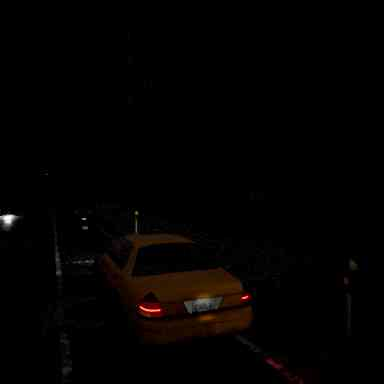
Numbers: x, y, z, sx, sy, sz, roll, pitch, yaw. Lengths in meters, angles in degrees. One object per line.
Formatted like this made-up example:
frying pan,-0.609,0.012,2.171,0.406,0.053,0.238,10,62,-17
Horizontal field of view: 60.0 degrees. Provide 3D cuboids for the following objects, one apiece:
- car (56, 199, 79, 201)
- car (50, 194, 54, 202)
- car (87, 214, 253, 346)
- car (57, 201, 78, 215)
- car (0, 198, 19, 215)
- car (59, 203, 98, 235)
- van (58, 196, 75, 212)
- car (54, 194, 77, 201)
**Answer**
car,-10.484,1.565,28.802,1.947,1.339,4.313,0,0,-23
car,-32.109,1.463,79.305,1.967,1.590,4.097,0,0,-24
car,-0.847,1.457,6.717,1.801,1.575,5.366,0,0,-23
car,-8.336,1.550,23.713,2.008,1.369,4.403,0,0,-23
car,-18.561,1.562,32.695,1.994,1.385,4.181,0,0,-23
car,-6.189,1.550,18.625,2.008,1.369,4.403,0,0,-23
van,-14.780,1.339,38.980,1.690,1.788,3.998,0,0,-23
car,-12.632,1.313,33.892,2.192,1.841,5.009,0,0,-23
